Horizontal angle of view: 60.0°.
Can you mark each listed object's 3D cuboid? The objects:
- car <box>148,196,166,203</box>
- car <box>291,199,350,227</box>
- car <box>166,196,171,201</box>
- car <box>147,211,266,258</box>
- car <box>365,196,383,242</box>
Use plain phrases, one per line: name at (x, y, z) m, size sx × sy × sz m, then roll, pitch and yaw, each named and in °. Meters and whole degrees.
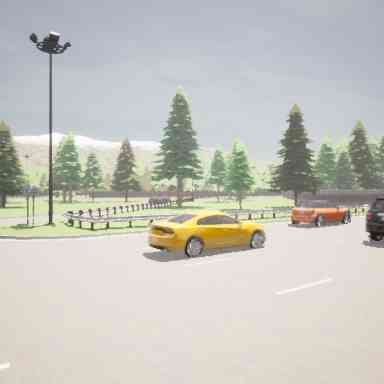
car at (-6.563, 1.491, 59.647) m, size 2.128 × 1.511 × 4.902 m, roll 0°, pitch 0°, yaw 6°
car at (8.923, 1.353, 22.969) m, size 4.553 × 1.767 × 2.097 m, roll 0°, pitch 0°, yaw -35°
car at (-5.586, 1.525, 69.768) m, size 1.812 × 1.442 × 4.674 m, roll 0°, pitch 0°, yaw 5°
car at (0.718, 1.477, 12.842) m, size 5.008 × 1.535 × 1.882 m, roll 0°, pitch 0°, yaw -35°
car at (10.175, 1.218, 15.270) m, size 5.566 × 2.045 × 2.150 m, roll 0°, pitch 0°, yaw -35°
